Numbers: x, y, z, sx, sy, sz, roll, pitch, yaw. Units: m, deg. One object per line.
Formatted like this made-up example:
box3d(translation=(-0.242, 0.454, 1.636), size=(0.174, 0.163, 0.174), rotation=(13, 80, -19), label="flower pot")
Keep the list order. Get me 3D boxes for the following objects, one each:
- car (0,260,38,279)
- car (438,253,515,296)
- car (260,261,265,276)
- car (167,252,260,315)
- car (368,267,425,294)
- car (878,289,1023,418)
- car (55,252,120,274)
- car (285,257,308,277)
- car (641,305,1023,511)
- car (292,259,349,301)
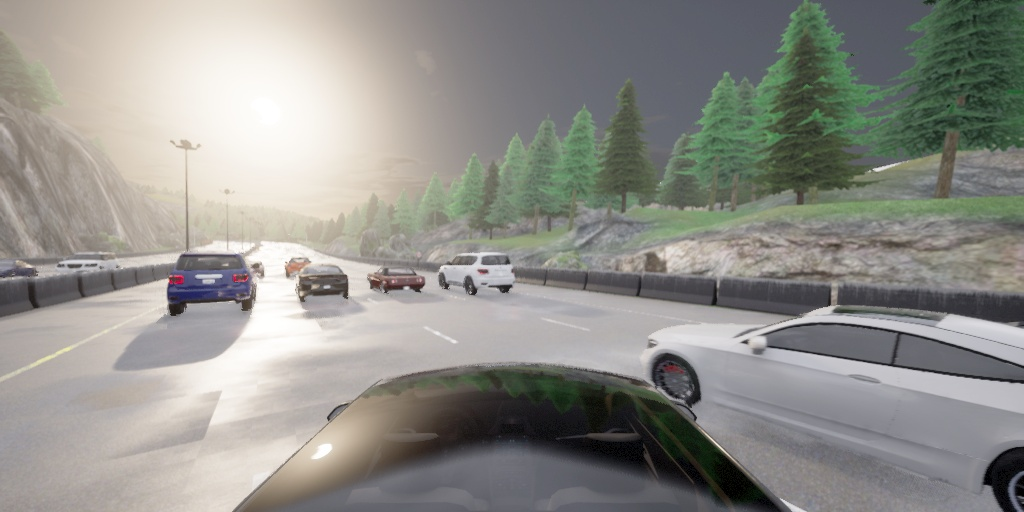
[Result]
box3d(translation=(-35.603, 1.018, 25.109), size=(1.812, 1.442, 4.674), rotation=(0, 0, -33), label="car")
box3d(translation=(-2.003, 0.857, 18.928), size=(2.150, 2.045, 5.566), rotation=(0, 0, -33), label="car")
box3d(translation=(-22.919, 1.092, 31.588), size=(1.895, 1.301, 4.718), rotation=(0, 0, -33), label="car")
box3d(translation=(-10.950, 0.864, 13.403), size=(2.150, 2.045, 5.566), rotation=(0, 0, -34), label="car")
box3d(translation=(-6.287, 1.222, 19.070), size=(1.895, 1.301, 4.718), rotation=(0, 0, -33), label="car")
box3d(translation=(7.625, 1.321, 4.318), size=(1.994, 1.385, 4.181), rotation=(0, 0, -33), label="car")
box3d(translation=(-33.807, 0.698, 28.776), size=(2.150, 2.045, 5.566), rotation=(0, 0, -33), label="car")
box3d(translation=(-19.015, 0.856, 32.023), size=(2.097, 1.767, 4.553), rotation=(0, 1, -33), label="car")
box3d(translation=(3.712, 1.273, 3.896), size=(1.812, 1.442, 4.674), rotation=(0, 0, -33), label="car")
box3d(translation=(-8.938, 1.106, 16.732), size=(1.882, 1.535, 5.008), rotation=(0, 0, -33), label="car")
